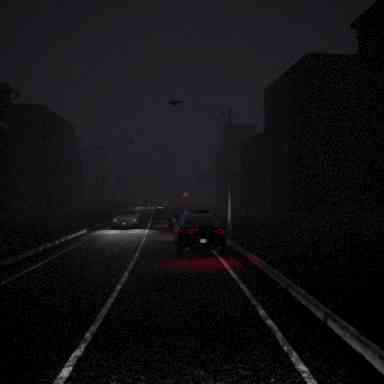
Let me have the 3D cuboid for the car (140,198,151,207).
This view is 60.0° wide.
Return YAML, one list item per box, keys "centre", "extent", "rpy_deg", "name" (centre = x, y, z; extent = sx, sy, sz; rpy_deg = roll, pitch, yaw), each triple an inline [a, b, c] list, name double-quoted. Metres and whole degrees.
- centre: [-9.260, 2.019, 66.394]
  extent: [2.097, 1.767, 4.553]
  rpy_deg: [0, 1, -6]
  name: "car"

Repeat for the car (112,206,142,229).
- centre: [-4.956, 2.003, 25.409]
  extent: [1.812, 1.442, 4.674]
  rpy_deg: [0, -2, -6]
  name: "car"

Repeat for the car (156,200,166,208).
- centre: [-6.026, 2.324, 64.438]
  extent: [1.895, 1.301, 4.718]
  rpy_deg: [0, 1, -6]
  name: "car"

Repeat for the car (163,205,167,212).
- centre: [-1.449, 2.139, 30.219]
  extent: [1.812, 1.442, 4.674]
  rpy_deg: [0, -2, -6]
  name: "car"

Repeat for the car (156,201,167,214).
- centre: [-4.422, 2.406, 49.491]
  extent: [2.128, 1.511, 4.902]
  rpy_deg: [0, 0, -6]
  name: "car"

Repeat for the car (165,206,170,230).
- centre: [-0.809, 1.936, 24.245]
  extent: [1.812, 1.442, 4.674]
  rpy_deg: [0, -2, -6]
  name: "car"

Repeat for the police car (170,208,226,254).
- centre: [0.186, 1.570, 14.332]
  extent: [1.930, 1.638, 5.238]
  rpy_deg: [0, -1, -5]
  name: "police car"
